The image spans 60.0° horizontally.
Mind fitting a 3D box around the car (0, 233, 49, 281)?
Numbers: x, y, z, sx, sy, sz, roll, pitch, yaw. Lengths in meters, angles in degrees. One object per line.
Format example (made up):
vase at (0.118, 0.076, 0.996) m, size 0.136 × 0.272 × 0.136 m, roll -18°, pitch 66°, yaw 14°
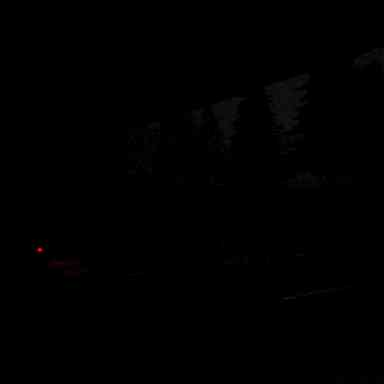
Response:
car at (-6.387, 1.517, 7.932) m, size 5.357 × 1.411 × 2.033 m, roll 0°, pitch 0°, yaw -35°
